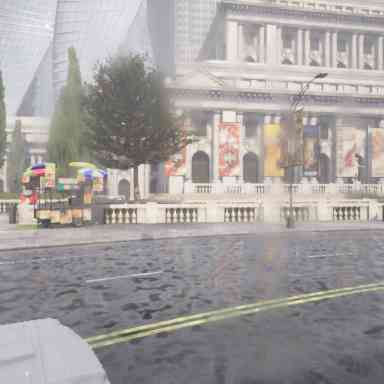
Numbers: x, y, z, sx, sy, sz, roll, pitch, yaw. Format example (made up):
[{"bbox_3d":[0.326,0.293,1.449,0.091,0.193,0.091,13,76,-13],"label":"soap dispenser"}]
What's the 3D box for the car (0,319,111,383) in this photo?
[{"bbox_3d":[-2.784,1.600,1.794,4.718,1.301,1.895,0,0,-36],"label":"car"}]
